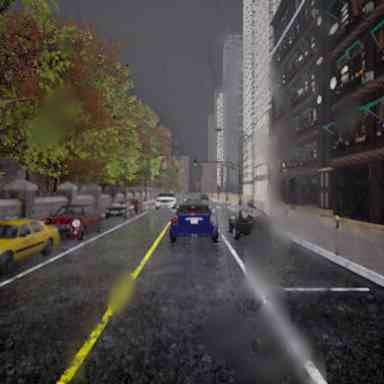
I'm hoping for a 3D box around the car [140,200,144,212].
[{"bbox_3d":[-5.837,1.335,32.603,1.887,1.381,4.507,0,0,0],"label":"car"}]

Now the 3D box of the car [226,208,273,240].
[{"bbox_3d":[2.682,1.446,15.995,2.008,1.369,4.403,0,0,0],"label":"car"}]

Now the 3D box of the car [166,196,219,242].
[{"bbox_3d":[0.091,1.247,15.961,2.097,1.767,4.553,0,0,0],"label":"car"}]

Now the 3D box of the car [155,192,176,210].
[{"bbox_3d":[-3.029,0.971,39.480,2.150,2.045,5.566,0,0,0],"label":"car"}]

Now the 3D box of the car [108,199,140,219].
[{"bbox_3d":[-5.782,1.375,27.063,2.008,1.369,4.403,0,0,0],"label":"car"}]

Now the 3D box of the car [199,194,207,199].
[{"bbox_3d":[2.642,1.076,81.791,1.947,1.339,4.313,0,0,0],"label":"car"}]

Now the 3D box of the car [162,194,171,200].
[{"bbox_3d":[-5.735,1.122,76.154,1.802,1.307,4.206,0,0,0],"label":"car"}]

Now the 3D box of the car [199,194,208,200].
[{"bbox_3d":[2.646,1.106,76.159,1.947,1.339,4.313,0,0,0],"label":"car"}]

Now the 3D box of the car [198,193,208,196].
[{"bbox_3d":[2.649,1.136,70.526,1.947,1.339,4.313,0,0,0],"label":"car"}]

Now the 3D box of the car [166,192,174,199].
[{"bbox_3d":[-5.741,0.920,87.418,1.967,1.590,4.097,0,0,0],"label":"car"}]

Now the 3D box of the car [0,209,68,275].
[{"bbox_3d":[-5.694,1.457,10.279,1.752,1.417,4.829,0,0,0],"label":"car"}]

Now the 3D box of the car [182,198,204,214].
[{"bbox_3d":[0.081,1.353,32.660,1.994,1.385,4.181,0,0,0],"label":"car"}]

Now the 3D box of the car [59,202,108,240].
[{"bbox_3d":[-5.697,1.335,15.987,1.967,1.590,4.097,0,0,0],"label":"car"}]
